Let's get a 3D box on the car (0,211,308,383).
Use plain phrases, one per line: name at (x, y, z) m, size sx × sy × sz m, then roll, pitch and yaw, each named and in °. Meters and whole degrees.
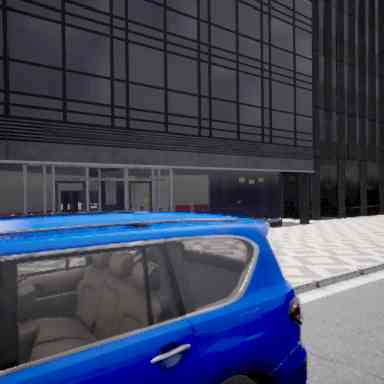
car at (-1.556, 1.221, 2.267) m, size 5.566 × 2.045 × 2.150 m, roll 0°, pitch 0°, yaw -36°
